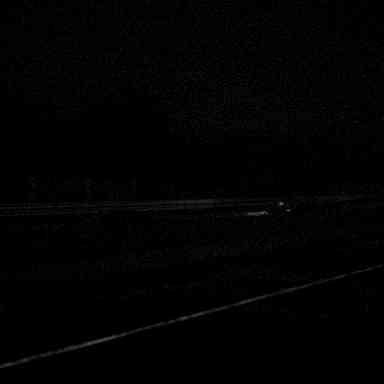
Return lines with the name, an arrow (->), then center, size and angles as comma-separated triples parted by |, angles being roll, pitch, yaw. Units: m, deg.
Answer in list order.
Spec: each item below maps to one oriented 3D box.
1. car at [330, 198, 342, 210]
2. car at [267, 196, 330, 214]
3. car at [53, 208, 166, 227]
car -> 13.834, 1.366, 34.730 | 4.674, 1.442, 1.812 | -1, 0, -34
car -> 8.706, 1.391, 27.105 | 5.008, 1.535, 1.882 | 0, 0, -34
car -> -3.454, 1.467, 14.392 | 5.008, 1.535, 1.882 | 0, 0, -35
